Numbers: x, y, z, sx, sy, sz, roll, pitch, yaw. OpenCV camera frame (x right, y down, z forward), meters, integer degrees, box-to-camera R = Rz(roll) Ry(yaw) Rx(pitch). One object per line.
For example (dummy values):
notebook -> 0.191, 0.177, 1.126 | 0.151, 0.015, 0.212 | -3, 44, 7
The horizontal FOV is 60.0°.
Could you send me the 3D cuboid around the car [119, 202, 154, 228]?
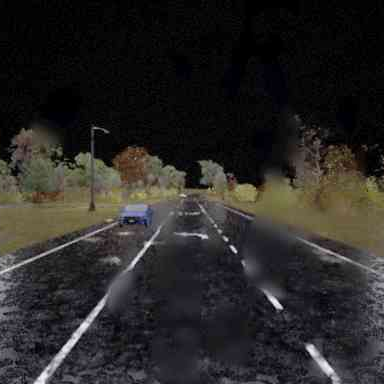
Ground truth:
car -> -3.710, 1.495, 22.815 | 1.882, 1.535, 5.008 | 0, 0, -1
